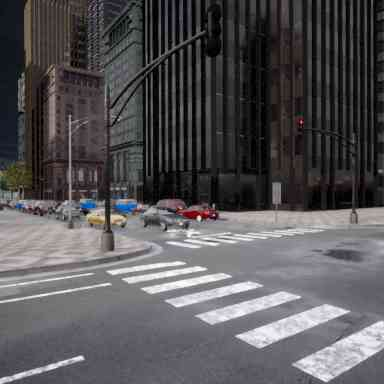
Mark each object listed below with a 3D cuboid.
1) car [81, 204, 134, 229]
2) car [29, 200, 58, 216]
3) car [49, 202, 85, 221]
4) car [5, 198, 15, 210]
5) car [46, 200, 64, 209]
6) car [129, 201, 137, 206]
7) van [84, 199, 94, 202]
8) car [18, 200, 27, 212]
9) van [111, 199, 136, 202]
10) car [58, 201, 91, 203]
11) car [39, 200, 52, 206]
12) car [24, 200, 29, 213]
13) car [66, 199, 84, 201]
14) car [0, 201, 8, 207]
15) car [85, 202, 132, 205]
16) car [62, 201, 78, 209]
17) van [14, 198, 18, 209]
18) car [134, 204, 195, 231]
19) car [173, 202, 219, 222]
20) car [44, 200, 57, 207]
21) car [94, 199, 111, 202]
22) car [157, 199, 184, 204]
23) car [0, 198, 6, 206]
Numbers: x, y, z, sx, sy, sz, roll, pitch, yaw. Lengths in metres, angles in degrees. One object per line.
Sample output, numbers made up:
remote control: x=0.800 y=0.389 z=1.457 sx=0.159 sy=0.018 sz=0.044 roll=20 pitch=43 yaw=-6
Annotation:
car: x=-6.327 y=1.843 z=24.366 sx=1.752 sy=1.417 sz=4.829 roll=-1 pitch=0 yaw=-35
car: x=-17.777 y=1.900 z=40.416 sx=2.192 sy=1.841 sz=5.009 roll=-1 pitch=0 yaw=-35
car: x=-12.098 y=2.004 z=32.460 sx=2.008 sy=1.369 sz=4.403 roll=-1 pitch=0 yaw=-35
car: x=-32.062 y=2.353 z=60.451 sx=1.967 sy=1.590 sz=4.097 roll=-1 pitch=0 yaw=-35
car: x=-25.072 y=2.315 z=60.756 sx=1.882 sy=1.535 sz=5.008 roll=0 pitch=-1 yaw=-35
car: x=-5.373 y=2.004 z=37.738 sx=1.802 sy=1.307 sz=4.206 roll=-1 pitch=0 yaw=-35
van: x=-17.174 y=2.037 z=54.318 sx=1.690 sy=1.788 sz=3.998 roll=-1 pitch=0 yaw=-35
car: x=-23.448 y=2.156 z=48.372 sx=1.967 sy=1.590 sz=4.097 roll=-1 pitch=0 yaw=-35
van: x=-8.328 y=1.832 z=41.883 sx=1.690 sy=1.788 sz=3.998 roll=-1 pitch=0 yaw=-35
car: x=-14.068 y=2.086 z=39.838 sx=2.033 sy=1.411 sz=5.357 roll=0 pitch=-1 yaw=-35
car: x=-34.893 y=2.659 z=79.106 sx=1.947 sy=1.339 sz=4.313 roll=-1 pitch=0 yaw=-35
car: x=-20.609 y=2.195 z=44.394 sx=1.887 sy=1.381 sz=4.507 roll=-1 pitch=0 yaw=-35
car: x=-19.365 y=2.059 z=52.758 sx=2.097 sy=1.767 sz=4.553 roll=0 pitch=-1 yaw=-36
car: x=-44.549 y=2.770 z=77.963 sx=1.802 sy=1.307 sz=4.206 roll=-1 pitch=0 yaw=-35
car: x=-7.923 y=1.942 z=31.208 sx=2.033 sy=1.411 sz=5.357 roll=0 pitch=-1 yaw=-35
car: x=-22.810 y=2.406 z=62.163 sx=1.802 sy=1.307 sz=4.206 roll=-1 pitch=0 yaw=-35
van: x=-26.287 y=2.122 z=52.350 sx=1.690 sy=1.788 sz=3.998 roll=-1 pitch=0 yaw=-35
car: x=-2.019 y=1.782 z=22.954 sx=1.812 sy=1.442 sz=4.674 roll=0 pitch=-1 yaw=-34
car: x=0.524 y=1.828 z=29.447 sx=1.887 sy=1.381 sz=4.507 roll=-1 pitch=0 yaw=-35
car: x=-31.871 y=2.594 z=74.869 sx=1.947 sy=1.339 sz=4.313 roll=-1 pitch=0 yaw=-35
car: x=-11.277 y=1.874 z=46.028 sx=2.192 sy=1.841 sz=5.009 roll=-1 pitch=0 yaw=-35
car: x=-2.430 y=1.668 z=33.593 sx=2.192 sy=1.841 sz=5.009 roll=-1 pitch=0 yaw=-35
car: x=-41.428 y=2.666 z=73.586 sx=1.887 sy=1.381 sz=4.507 roll=-1 pitch=0 yaw=-35
